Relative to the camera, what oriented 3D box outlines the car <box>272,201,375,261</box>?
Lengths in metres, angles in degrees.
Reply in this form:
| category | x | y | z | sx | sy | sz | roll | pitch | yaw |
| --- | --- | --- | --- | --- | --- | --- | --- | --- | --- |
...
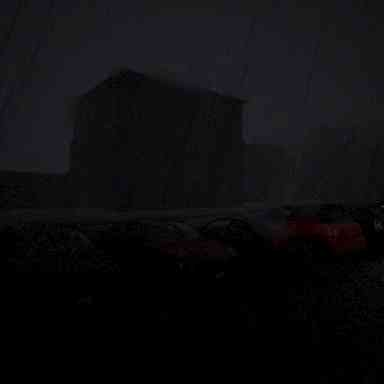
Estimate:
| category | x | y | z | sx | sy | sz | roll | pitch | yaw |
| --- | --- | --- | --- | --- | --- | --- | --- | --- | --- |
| car | 3.680 | 1.258 | 12.080 | 2.185 | 1.767 | 4.553 | -1 | 1 | -36 |

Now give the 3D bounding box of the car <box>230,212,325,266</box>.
| category | x | y | z | sx | sy | sz | roll | pitch | yaw |
| --- | --- | --- | --- | --- | --- | --- | --- | --- | --- |
| car | 1.403 | 1.444 | 10.475 | 2.002 | 1.452 | 4.674 | 0 | 1 | -36 |

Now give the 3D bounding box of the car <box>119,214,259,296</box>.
| category | x | y | z | sx | sy | sz | roll | pitch | yaw |
| --- | --- | --- | --- | --- | --- | --- | --- | --- | --- |
| car | -0.865 | 1.417 | 8.851 | 2.097 | 1.535 | 5.008 | 0 | 1 | -36 |

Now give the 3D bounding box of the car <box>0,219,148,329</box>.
| category | x | y | z | sx | sy | sz | roll | pitch | yaw |
| --- | --- | --- | --- | --- | --- | --- | --- | --- | --- |
| car | -3.127 | 1.422 | 7.219 | 2.097 | 1.535 | 5.008 | 0 | 0 | -36 |

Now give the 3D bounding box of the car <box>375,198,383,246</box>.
| category | x | y | z | sx | sy | sz | roll | pitch | yaw |
| --- | --- | --- | --- | --- | --- | --- | --- | --- | --- |
| car | 5.936 | 1.228 | 13.705 | 2.185 | 1.767 | 4.553 | -1 | 1 | -36 |
